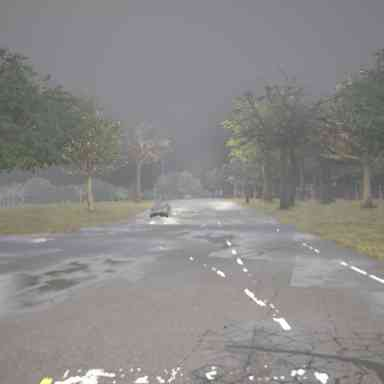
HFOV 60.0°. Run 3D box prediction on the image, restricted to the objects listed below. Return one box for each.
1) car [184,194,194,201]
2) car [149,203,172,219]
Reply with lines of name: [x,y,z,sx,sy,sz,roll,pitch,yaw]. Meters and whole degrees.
car: [-0.733,1.383,84.541,1.837,1.490,4.892,-1,0,8]
car: [-2.982,1.782,32.632,2.033,1.411,5.357,-1,0,1]
